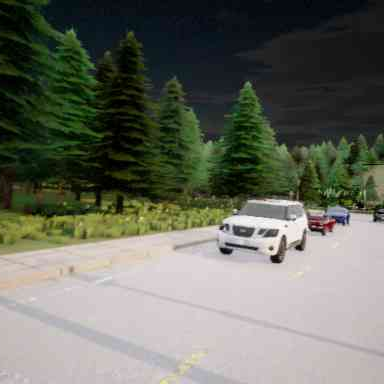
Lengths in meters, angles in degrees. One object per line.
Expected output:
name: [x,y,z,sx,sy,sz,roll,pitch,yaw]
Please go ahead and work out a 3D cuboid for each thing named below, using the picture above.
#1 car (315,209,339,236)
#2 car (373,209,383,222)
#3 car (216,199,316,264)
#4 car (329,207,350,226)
car: [7.983,1.966,21.507,1.895,1.301,4.718,4,1,31]
car: [21.137,2.625,36.654,2.128,1.511,4.902,4,1,31]
car: [2.987,1.320,12.971,2.150,2.045,5.566,4,1,30]
car: [13.253,2.124,30.424,1.882,1.535,5.008,4,1,30]
